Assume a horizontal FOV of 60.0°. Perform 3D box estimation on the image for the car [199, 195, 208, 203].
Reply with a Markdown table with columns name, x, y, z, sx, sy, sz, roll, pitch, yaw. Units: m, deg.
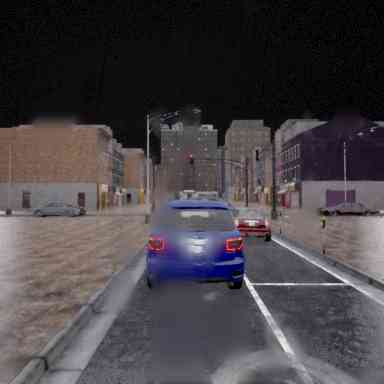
| name | x | y | z | sx | sy | sz | roll | pitch | yaw |
| --- | --- | --- | --- | --- | --- | --- | --- | --- | --- |
| car | 2.769 | 1.754 | 81.640 | 2.192 | 1.841 | 5.009 | 1 | -1 | 0 |

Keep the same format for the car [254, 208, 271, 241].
| name | x | y | z | sx | sy | sz | roll | pitch | yaw |
| --- | --- | --- | --- | --- | --- | --- | --- | --- | --- |
| car | 2.683 | 1.462 | 16.829 | 1.967 | 1.590 | 4.097 | 2 | 0 | 0 |

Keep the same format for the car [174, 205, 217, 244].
| name | x | y | z | sx | sy | sz | roll | pitch | yaw |
| --- | --- | --- | --- | --- | --- | --- | --- | --- | --- |
| car | 0.118 | 1.499 | 17.015 | 1.882 | 1.535 | 5.008 | 0 | 0 | -1 |

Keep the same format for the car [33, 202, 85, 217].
| name | x | y | z | sx | sy | sz | roll | pitch | yaw |
| --- | --- | --- | --- | --- | --- | --- | --- | --- | --- |
| car | -11.476 | 1.587 | 28.892 | 4.181 | 1.385 | 1.994 | 0 | -2 | 0 |

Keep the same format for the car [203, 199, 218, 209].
| name | x | y | z | sx | sy | sz | roll | pitch | yaw |
| --- | --- | --- | --- | --- | --- | --- | --- | --- | --- |
| car | 2.720 | 1.717 | 49.012 | 1.947 | 1.339 | 4.313 | 1 | 0 | 0 |

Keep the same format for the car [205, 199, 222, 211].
| name | x | y | z | sx | sy | sz | roll | pitch | yaw |
| --- | --- | --- | --- | --- | --- | --- | --- | --- | --- |
| car | 2.714 | 1.683 | 43.576 | 1.947 | 1.339 | 4.313 | 1 | 0 | 0 |

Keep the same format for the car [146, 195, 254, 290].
| name | x | y | z | sx | sy | sz | roll | pitch | yaw |
| --- | --- | --- | --- | --- | --- | --- | --- | --- | --- |
| car | 0.053 | 1.230 | 9.230 | 2.150 | 2.045 | 5.566 | 0 | 0 | -1 |

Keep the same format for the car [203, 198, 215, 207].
| name | x | y | z | sx | sy | sz | roll | pitch | yaw |
| --- | --- | --- | --- | --- | --- | --- | --- | --- | --- |
| car | 2.729 | 1.715 | 54.619 | 1.752 | 1.417 | 4.829 | 1 | 0 | 0 |

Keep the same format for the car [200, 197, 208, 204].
| name | x | y | z | sx | sy | sz | roll | pitch | yaw |
| --- | --- | --- | --- | --- | --- | --- | --- | --- | --- |
| car | 2.758 | 1.910 | 76.369 | 1.752 | 1.417 | 4.829 | 1 | -1 | 0 |

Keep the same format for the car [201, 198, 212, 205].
| name | x | y | z | sx | sy | sz | roll | pitch | yaw |
| --- | --- | --- | --- | --- | --- | --- | --- | --- | --- |
| car | 2.742 | 1.845 | 65.324 | 1.947 | 1.339 | 4.313 | 1 | -1 | 0 |

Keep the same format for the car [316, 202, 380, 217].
| name | x | y | z | sx | sy | sz | roll | pitch | yaw |
| --- | --- | --- | --- | --- | --- | --- | --- | --- | --- |
| car | 14.756 | 1.621 | 31.606 | 5.357 | 1.411 | 2.033 | 0 | -2 | 3 |

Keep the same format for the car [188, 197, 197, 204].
| name | x | y | z | sx | sy | sz | roll | pitch | yaw |
| --- | --- | --- | --- | --- | --- | --- | --- | --- | --- |
| car | 0.102 | 1.888 | 74.252 | 2.128 | 1.511 | 4.902 | 0 | -1 | 0 |

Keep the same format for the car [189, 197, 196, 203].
| name | x | y | z | sx | sy | sz | roll | pitch | yaw |
| --- | --- | --- | --- | --- | --- | --- | --- | --- | --- |
| car | 0.114 | 1.969 | 84.401 | 1.837 | 1.490 | 4.892 | 0 | -1 | 0 |

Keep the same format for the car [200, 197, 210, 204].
| name | x | y | z | sx | sy | sz | roll | pitch | yaw |
| --- | --- | --- | --- | --- | --- | --- | --- | --- | --- |
| car | 2.750 | 1.857 | 70.932 | 1.752 | 1.417 | 4.829 | 1 | -1 | 0 |
